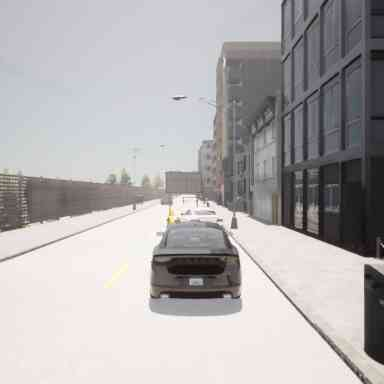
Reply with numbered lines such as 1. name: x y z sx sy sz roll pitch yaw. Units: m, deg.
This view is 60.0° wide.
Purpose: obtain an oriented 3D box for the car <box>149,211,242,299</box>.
1. car: 0.071 1.477 8.507 1.882 1.535 5.008 0 0 0

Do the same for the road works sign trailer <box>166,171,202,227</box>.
1. road works sign trailer: -0.568 0.464 21.341 2.380 3.560 2.880 0 0 -17

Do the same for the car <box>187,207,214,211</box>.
1. car: 0.424 1.539 17.859 1.812 1.442 4.674 0 -1 -9

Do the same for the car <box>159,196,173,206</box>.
1. car: -4.178 1.504 54.514 1.837 1.490 4.892 0 0 0
